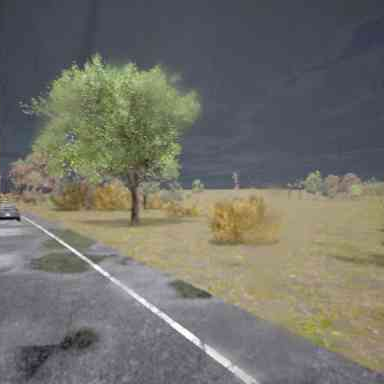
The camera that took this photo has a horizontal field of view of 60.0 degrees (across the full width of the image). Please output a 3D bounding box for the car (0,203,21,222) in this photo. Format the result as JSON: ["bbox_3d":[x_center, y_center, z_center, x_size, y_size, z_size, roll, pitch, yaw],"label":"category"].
[{"bbox_3d":[-16.604,1.937,30.003,1.994,1.385,4.181,0,0,-31],"label":"car"}]
